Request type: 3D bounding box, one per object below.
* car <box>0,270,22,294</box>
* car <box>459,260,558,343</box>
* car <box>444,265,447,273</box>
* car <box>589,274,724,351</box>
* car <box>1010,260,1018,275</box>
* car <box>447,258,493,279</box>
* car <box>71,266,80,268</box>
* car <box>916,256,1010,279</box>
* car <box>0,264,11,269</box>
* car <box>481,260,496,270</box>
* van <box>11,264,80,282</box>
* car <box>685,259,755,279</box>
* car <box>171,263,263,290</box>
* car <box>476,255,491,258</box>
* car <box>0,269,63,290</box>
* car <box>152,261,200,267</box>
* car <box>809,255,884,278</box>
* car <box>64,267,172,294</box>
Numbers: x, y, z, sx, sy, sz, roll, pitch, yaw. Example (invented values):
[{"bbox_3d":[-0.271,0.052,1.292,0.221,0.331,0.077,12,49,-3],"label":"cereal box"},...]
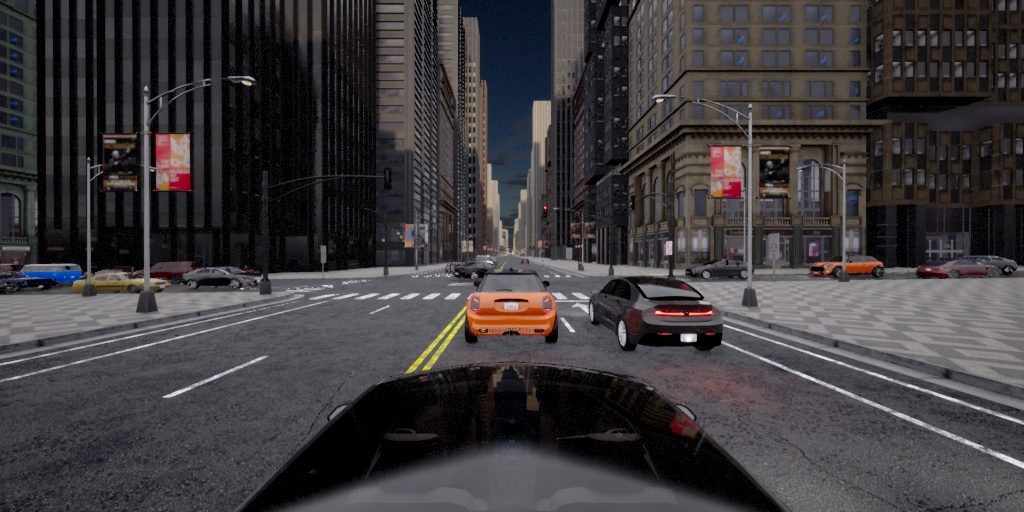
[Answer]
[{"bbox_3d":[-33.825,1.751,22.035,4.403,1.370,2.007,0,0,0],"label":"car"},{"bbox_3d":[-0.008,1.101,9.858,2.097,1.767,4.553,0,0,0],"label":"car"},{"bbox_3d":[-6.703,1.295,42.409,1.994,1.385,4.181,0,0,0],"label":"car"},{"bbox_3d":[3.234,1.254,8.998,1.837,1.490,4.892,0,0,0],"label":"car"},{"bbox_3d":[36.085,0.723,27.949,4.902,1.511,2.128,-1,0,0],"label":"car"},{"bbox_3d":[-2.628,1.208,30.022,5.008,1.535,1.882,-1,1,-45],"label":"car"},{"bbox_3d":[-34.220,1.751,30.574,4.207,1.307,1.802,0,0,0],"label":"car"},{"bbox_3d":[30.761,0.880,24.755,4.181,1.385,1.994,-1,0,0],"label":"car"},{"bbox_3d":[-44.394,1.621,30.583,5.009,1.841,2.192,0,0,0],"label":"car"},{"bbox_3d":[-3.465,1.284,53.224,1.994,1.385,4.181,0,0,1],"label":"car"},{"bbox_3d":[-39.307,1.578,30.578,3.998,1.789,1.690,0,0,0],"label":"van"},{"bbox_3d":[16.121,1.003,27.941,4.892,1.490,1.837,-1,0,0],"label":"car"},{"bbox_3d":[-19.840,1.488,24.677,4.902,1.511,2.128,-1,0,1],"label":"car"},{"bbox_3d":[-3.456,0.951,43.252,2.150,2.045,5.566,0,0,0],"label":"car"},{"bbox_3d":[-34.657,1.801,24.698,4.718,1.301,1.895,-1,0,0],"label":"car"},{"bbox_3d":[-29.133,1.414,30.570,5.009,1.841,2.192,0,0,0],"label":"car"},{"bbox_3d":[25.949,0.719,27.946,4.553,1.767,2.097,-1,0,0],"label":"car"},{"bbox_3d":[-23.884,1.592,22.038,4.829,1.417,1.751,0,0,0],"label":"car"}]
